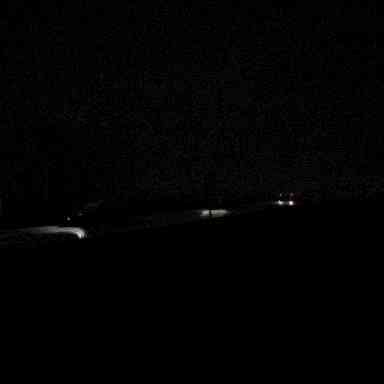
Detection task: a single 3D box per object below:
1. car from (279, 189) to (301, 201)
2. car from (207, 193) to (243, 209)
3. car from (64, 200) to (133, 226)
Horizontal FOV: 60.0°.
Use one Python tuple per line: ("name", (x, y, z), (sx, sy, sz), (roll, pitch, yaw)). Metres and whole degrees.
("car", (14.619, 0.381, 49.471), (2.097, 1.767, 4.553), (-1, 1, 35))
("car", (3.349, 0.885, 33.760), (1.882, 1.535, 5.008), (-1, 1, 35))
("car", (-5.736, 1.229, 20.968), (1.812, 1.442, 4.674), (-1, 1, 35))
